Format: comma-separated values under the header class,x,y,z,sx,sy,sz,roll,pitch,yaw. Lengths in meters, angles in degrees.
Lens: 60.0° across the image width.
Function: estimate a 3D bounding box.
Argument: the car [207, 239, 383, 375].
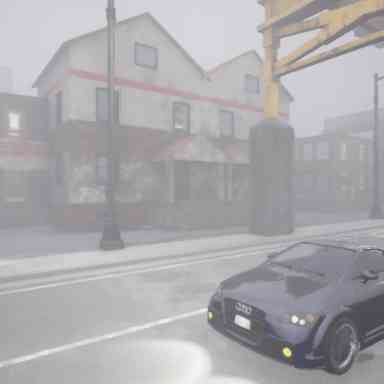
class,x,y,z,sx,sy,sz,roll,pitch,yaw
car,2.304,1.541,5.583,4.181,1.385,1.994,0,0,-35
